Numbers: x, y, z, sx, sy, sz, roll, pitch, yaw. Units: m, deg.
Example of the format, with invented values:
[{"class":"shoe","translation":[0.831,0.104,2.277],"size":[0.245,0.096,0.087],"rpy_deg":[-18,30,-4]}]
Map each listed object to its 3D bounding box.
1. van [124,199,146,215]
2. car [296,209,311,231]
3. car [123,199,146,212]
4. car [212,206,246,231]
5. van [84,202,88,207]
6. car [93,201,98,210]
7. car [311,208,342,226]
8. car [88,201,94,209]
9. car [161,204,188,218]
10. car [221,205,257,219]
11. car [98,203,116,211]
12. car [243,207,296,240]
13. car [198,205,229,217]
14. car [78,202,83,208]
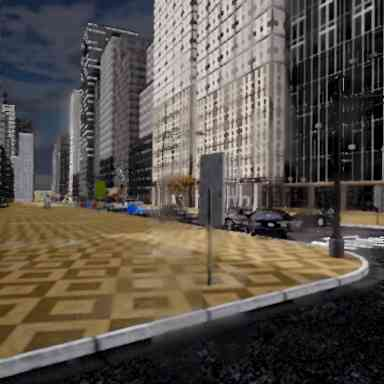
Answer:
[{"class":"van","translation":[-7.312,2.128,43.819],"size":[1.690,1.788,3.998],"rpy_deg":[0,-1,-26]},{"class":"car","translation":[5.717,1.890,23.254],"size":[1.812,1.442,4.674],"rpy_deg":[1,-1,-26]},{"class":"car","translation":[-9.513,2.153,54.417],"size":[2.150,2.045,5.566],"rpy_deg":[1,-1,-26]},{"class":"car","translation":[2.630,1.917,23.633],"size":[2.008,1.369,4.403],"rpy_deg":[0,-1,-26]},{"class":"van","translation":[-22.220,2.787,74.091],"size":[1.690,1.788,3.998],"rpy_deg":[0,-1,-26]},{"class":"car","translation":[-17.174,2.745,63.845],"size":[1.752,1.417,4.829],"rpy_deg":[0,-1,-26]},{"class":"car","translation":[10.148,2.014,27.334],"size":[2.008,1.369,4.403],"rpy_deg":[0,-1,-26]},{"class":"car","translation":[-19.733,2.879,69.043],"size":[1.887,1.381,4.507],"rpy_deg":[0,-1,-26]},{"class":"car","translation":[-2.167,2.201,39.276],"size":[1.837,1.490,4.892],"rpy_deg":[1,-1,-26]},{"class":"car","translation":[5.179,2.238,37.425],"size":[1.947,1.339,4.313],"rpy_deg":[0,-1,-26]},{"class":"car","translation":[-14.764,2.663,58.952],"size":[2.008,1.369,4.403],"rpy_deg":[0,-1,-26]},{"class":"car","translation":[4.179,1.772,18.831],"size":[2.033,1.411,5.357],"rpy_deg":[2,-2,7]},{"class":"car","translation":[2.694,2.343,42.471],"size":[1.947,1.339,4.313],"rpy_deg":[0,-1,-26]},{"class":"car","translation":[-27.187,3.215,84.178],"size":[1.887,1.381,4.507],"rpy_deg":[0,-1,-26]}]
